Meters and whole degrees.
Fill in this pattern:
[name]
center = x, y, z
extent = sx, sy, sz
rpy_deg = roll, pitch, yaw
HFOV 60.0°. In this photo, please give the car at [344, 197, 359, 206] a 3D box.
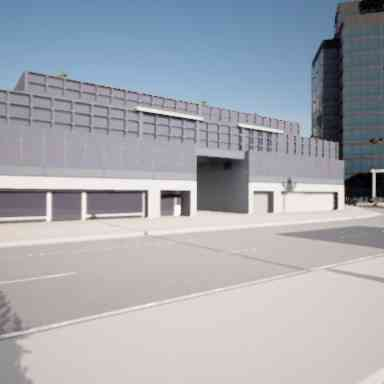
[car]
center = 27.604, 1.768, 59.859
extent = 1.837, 1.490, 4.892
rpy_deg = 1, 0, -19
